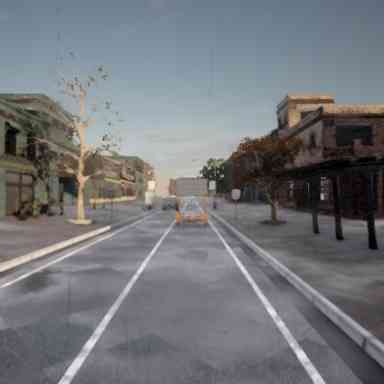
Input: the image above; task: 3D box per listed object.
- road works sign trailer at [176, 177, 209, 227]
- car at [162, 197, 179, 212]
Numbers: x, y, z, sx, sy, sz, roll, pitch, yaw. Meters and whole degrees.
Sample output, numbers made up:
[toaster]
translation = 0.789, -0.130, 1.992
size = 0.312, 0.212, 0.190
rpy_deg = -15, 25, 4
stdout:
[road works sign trailer]
translation = 0.001, 0.684, 24.516
size = 2.380, 3.560, 2.880
rpy_deg = 0, -1, 0
[car]
translation = -3.081, 1.770, 48.535
size = 2.150, 2.045, 5.566
rpy_deg = 0, -1, 0
